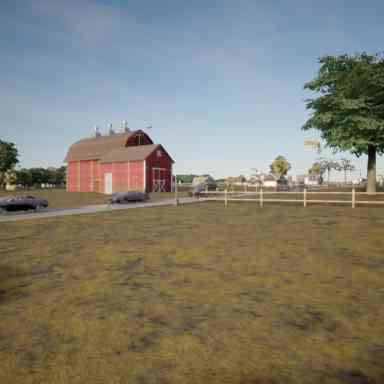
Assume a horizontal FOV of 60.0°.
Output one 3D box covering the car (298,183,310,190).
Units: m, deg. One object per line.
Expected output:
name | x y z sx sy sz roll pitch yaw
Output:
car | 24.957 -1.184 74.773 1.837 1.490 4.892 0 2 35

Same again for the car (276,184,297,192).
car | 18.179 -0.787 65.067 2.033 1.411 5.357 0 2 35

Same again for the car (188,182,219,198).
car | 1.728 -0.315 46.966 2.150 2.045 5.566 0 4 36

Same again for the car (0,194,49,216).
car | -13.512 0.926 25.524 2.128 1.511 4.902 0 2 35

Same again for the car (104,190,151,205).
car | -6.711 0.544 35.133 2.033 1.411 5.357 0 2 35
